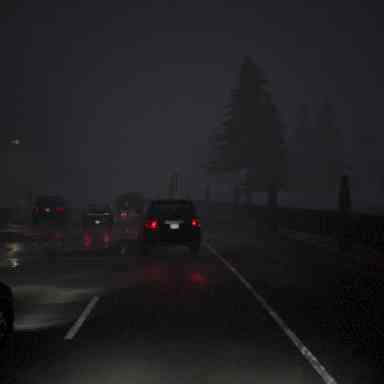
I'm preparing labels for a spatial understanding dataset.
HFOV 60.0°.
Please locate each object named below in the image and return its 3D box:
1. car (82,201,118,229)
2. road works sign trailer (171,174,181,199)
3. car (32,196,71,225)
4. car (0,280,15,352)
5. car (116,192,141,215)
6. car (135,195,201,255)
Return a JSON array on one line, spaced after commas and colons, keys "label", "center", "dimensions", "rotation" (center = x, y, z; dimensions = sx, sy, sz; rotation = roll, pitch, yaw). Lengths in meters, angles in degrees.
[{"label": "car", "center": [-6.277, 1.589, 22.468], "dimensions": [2.128, 1.511, 4.902], "rotation": [0, 0, -13]}, {"label": "road works sign trailer", "center": [-1.036, 0.565, 23.619], "dimensions": [2.880, 3.560, 2.380], "rotation": [0, 0, -12]}, {"label": "car", "center": [-10.494, 1.331, 25.154], "dimensions": [2.150, 2.045, 5.566], "rotation": [0, 0, -15]}, {"label": "car", "center": [-3.648, 1.368, 3.124], "dimensions": [2.097, 1.767, 4.553], "rotation": [0, 0, -2]}, {"label": "car", "center": [-4.851, 0.846, 27.192], "dimensions": [1.882, 1.535, 5.008], "rotation": [-13, -2, 1]}, {"label": "car", "center": [-1.111, 1.280, 13.949], "dimensions": [2.150, 2.045, 5.566], "rotation": [0, 0, -11]}]
